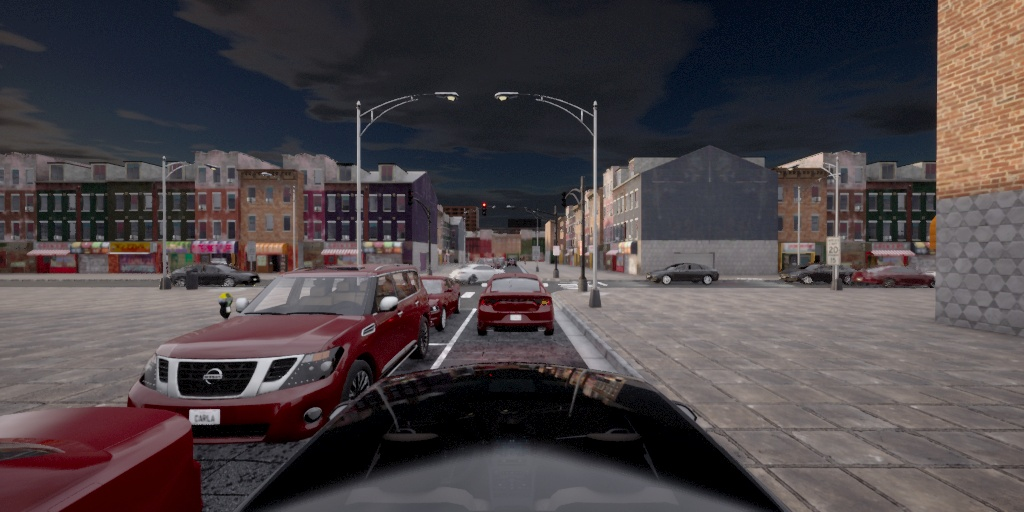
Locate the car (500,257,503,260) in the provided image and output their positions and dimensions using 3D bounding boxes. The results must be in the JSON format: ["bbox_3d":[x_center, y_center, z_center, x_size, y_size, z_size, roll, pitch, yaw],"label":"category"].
[{"bbox_3d":[-2.673,1.081,48.295,2.192,1.841,5.009,0,0,0],"label":"car"}]

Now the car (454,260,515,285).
[{"bbox_3d":[-2.324,1.277,26.228,4.674,1.442,1.812,0,1,-42],"label":"car"}]

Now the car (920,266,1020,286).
[{"bbox_3d":[32.797,1.392,25.785,4.718,1.301,1.895,0,0,0],"label":"car"}]

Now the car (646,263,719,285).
[{"bbox_3d":[12.210,1.264,25.812,4.892,1.490,1.837,0,0,0],"label":"car"}]

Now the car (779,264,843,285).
[{"bbox_3d":[22.024,1.279,25.803,4.892,1.490,1.837,0,0,0],"label":"car"}]

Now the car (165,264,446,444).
[{"bbox_3d":[-2.641,1.064,5.598,2.192,1.841,5.009,0,0,0],"label":"car"}]

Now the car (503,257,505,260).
[{"bbox_3d":[-2.684,1.337,64.575,2.007,1.370,4.403,0,0,0],"label":"car"}]

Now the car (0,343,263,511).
[{"bbox_3d":[-2.638,1.295,0.164,1.888,1.381,4.507,0,0,0],"label":"car"}]

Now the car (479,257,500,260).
[{"bbox_3d":[-2.665,1.072,37.441,2.192,1.841,5.009,0,0,0],"label":"car"}]

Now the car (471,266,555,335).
[{"bbox_3d":[0.090,1.227,10.496,1.882,1.535,5.008,0,0,0],"label":"car"}]

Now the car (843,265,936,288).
[{"bbox_3d":[24.454,1.323,22.853,4.674,1.442,1.812,0,0,0],"label":"car"}]

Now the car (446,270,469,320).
[{"bbox_3d":[-2.645,1.294,11.032,1.888,1.381,4.507,0,0,0],"label":"car"}]
